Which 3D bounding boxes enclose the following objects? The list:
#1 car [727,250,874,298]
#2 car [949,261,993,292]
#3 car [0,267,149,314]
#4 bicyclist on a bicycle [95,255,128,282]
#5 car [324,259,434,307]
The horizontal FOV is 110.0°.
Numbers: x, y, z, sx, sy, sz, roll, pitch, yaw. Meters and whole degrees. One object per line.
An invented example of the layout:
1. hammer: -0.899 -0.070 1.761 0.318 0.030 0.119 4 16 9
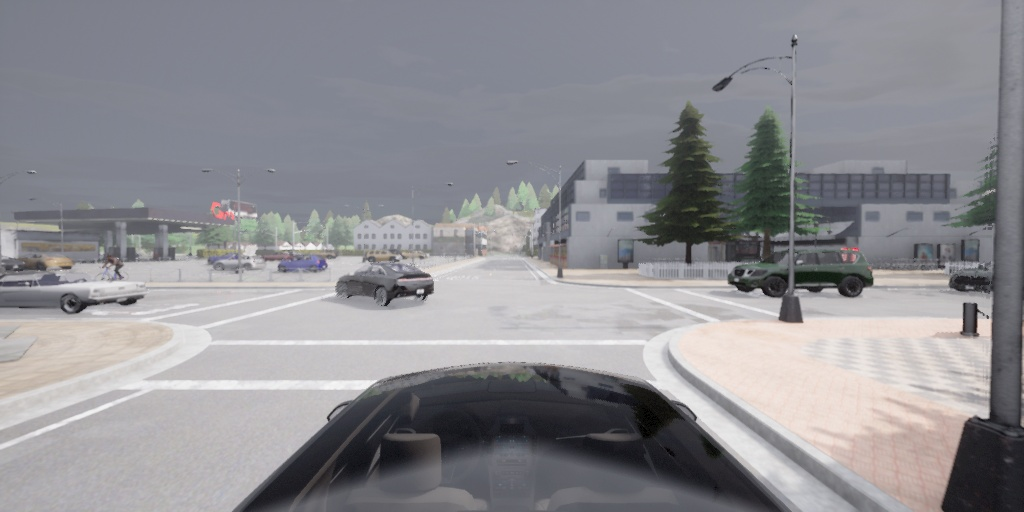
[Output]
1. car: 12.924 0.729 16.228 5.566 2.045 2.150 0 1 0
2. car: 23.069 0.857 16.318 4.553 1.767 2.097 0 1 0
3. car: -15.534 1.180 12.235 4.718 1.301 1.895 0 1 0
4. bicyclist on a bicycle: -21.900 0.749 19.646 0.582 1.620 1.656 0 1 -1
5. car: -5.192 1.029 14.354 4.902 1.511 2.128 1 1 39
